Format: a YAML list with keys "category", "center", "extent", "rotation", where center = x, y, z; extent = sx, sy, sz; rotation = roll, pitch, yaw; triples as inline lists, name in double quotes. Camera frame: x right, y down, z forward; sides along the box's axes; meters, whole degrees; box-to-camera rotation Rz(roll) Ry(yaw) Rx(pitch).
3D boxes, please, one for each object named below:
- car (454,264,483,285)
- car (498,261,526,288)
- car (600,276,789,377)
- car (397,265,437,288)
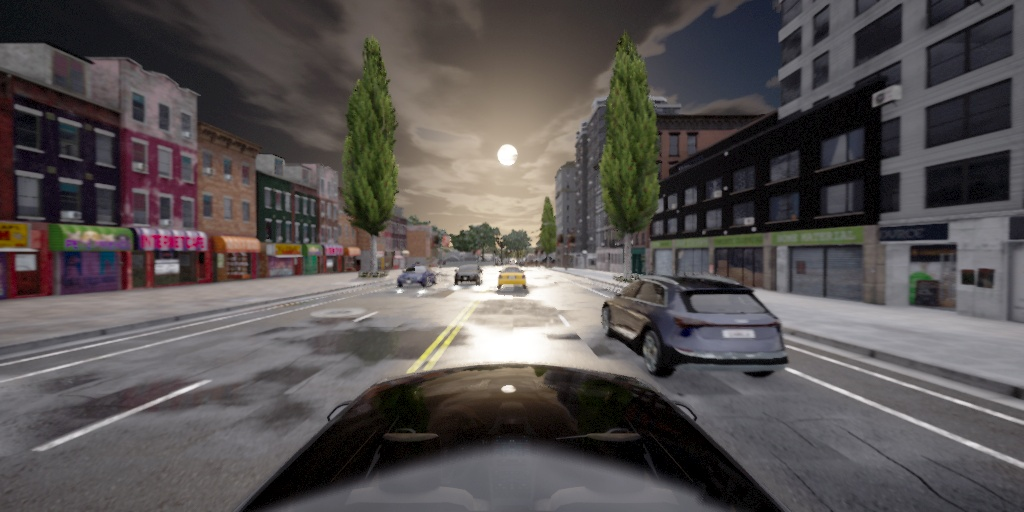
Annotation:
- category: "car"
  center: [-3.257, 1.379, 27.554]
  extent: [1.837, 1.490, 4.892]
  rotation: [0, -1, 0]
- category: "car"
  center: [0.003, 1.305, 24.374]
  extent: [1.801, 1.575, 5.366]
  rotation: [0, 0, 0]
- category: "car"
  center: [3.252, 1.190, 7.400]
  extent: [2.033, 1.649, 4.856]
  rotation: [0, 0, 0]
- category: "car"
  center: [-6.530, 1.379, 25.052]
  extent: [1.812, 1.442, 4.674]
  rotation: [0, 0, 1]
